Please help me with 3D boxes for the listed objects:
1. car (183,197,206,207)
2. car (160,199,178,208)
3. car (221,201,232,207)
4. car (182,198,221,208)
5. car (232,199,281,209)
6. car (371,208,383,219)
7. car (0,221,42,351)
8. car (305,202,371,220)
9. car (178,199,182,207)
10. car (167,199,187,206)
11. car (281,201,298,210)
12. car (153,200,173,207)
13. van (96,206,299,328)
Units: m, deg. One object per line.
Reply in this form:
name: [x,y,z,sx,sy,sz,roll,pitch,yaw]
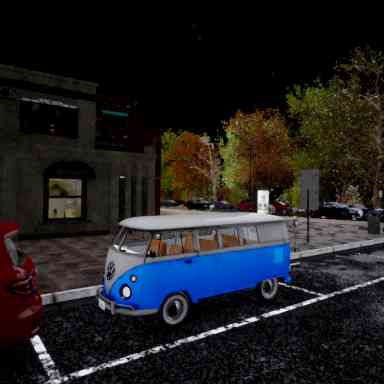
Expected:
car: [0.443,1.935,63.013,2.097,1.767,4.553,1,-1,-34]
car: [-4.138,2.028,58.081,2.033,1.411,5.357,1,-1,-34]
car: [3.872,1.880,46.118,2.033,1.411,5.357,1,-1,-34]
car: [1.168,1.780,44.323,2.128,1.511,4.902,1,-1,-34]
car: [6.849,1.538,35.928,2.097,1.767,4.553,1,-1,-34]
car: [14.832,1.733,29.929,1.895,1.301,4.718,1,-1,-34]
car: [-4.282,1.315,3.491,5.009,1.841,2.192,0,1,-35]
car: [11.993,1.583,28.306,2.128,1.511,4.902,1,-1,-34]
car: [0.008,2.024,57.833,1.812,1.442,4.674,1,-1,-34]
car: [-3.075,2.171,68.129,1.812,1.442,4.674,1,-1,-34]
car: [9.750,1.751,37.434,1.812,1.442,4.674,1,-1,-34]
car: [-5.783,2.204,66.330,1.895,1.301,4.718,1,-1,-34]
van: [0.225,1.342,6.716,3.998,1.788,1.690,0,1,-35]
